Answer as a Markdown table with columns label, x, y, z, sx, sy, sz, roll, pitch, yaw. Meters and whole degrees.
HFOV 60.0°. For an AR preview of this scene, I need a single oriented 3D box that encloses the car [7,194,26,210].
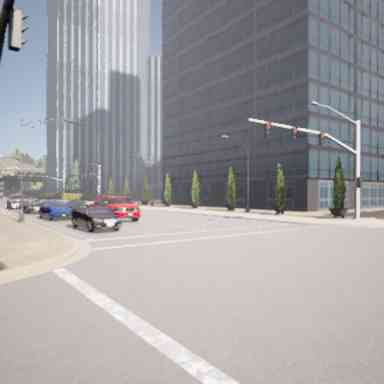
| label | x | y | z | sx | sy | sz | roll | pitch | yaw |
| --- | --- | --- | --- | --- | --- | --- | --- | --- | --- |
| car | -23.241 | 1.296 | 44.464 | 2.150 | 2.045 | 5.566 | 0 | 0 | -36 |

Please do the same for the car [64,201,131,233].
| label | x | y | z | sx | sy | sz | roll | pitch | yaw |
| --- | --- | --- | --- | --- | --- | --- | --- | --- | --- |
| car | -5.971 | 1.562 | 20.538 | 2.128 | 1.511 | 4.902 | 0 | 0 | -36 |

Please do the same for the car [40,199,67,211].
| label | x | y | z | sx | sy | sz | roll | pitch | yaw |
| --- | --- | --- | --- | --- | --- | --- | --- | --- | --- |
| car | -18.030 | 1.628 | 43.185 | 2.033 | 1.411 | 5.357 | 0 | 0 | -36 |

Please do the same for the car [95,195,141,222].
| label | x | y | z | sx | sy | sz | roll | pitch | yaw |
| --- | --- | --- | --- | --- | --- | --- | --- | --- | --- |
| car | -6.145 | 1.299 | 26.738 | 2.150 | 2.045 | 5.566 | 0 | 0 | -36 |

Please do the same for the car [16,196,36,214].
| label | x | y | z | sx | sy | sz | roll | pitch | yaw |
| --- | --- | --- | --- | --- | --- | --- | --- | --- | --- |
| car | -17.307 | 1.565 | 36.206 | 2.128 | 1.511 | 4.902 | 0 | 0 | -36 |

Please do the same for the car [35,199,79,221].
| label | x | y | z | sx | sy | sz | roll | pitch | yaw |
| --- | --- | --- | --- | --- | --- | --- | --- | --- | --- |
| car | -11.544 | 1.550 | 28.235 | 1.882 | 1.535 | 5.008 | 0 | 0 | -36 |
